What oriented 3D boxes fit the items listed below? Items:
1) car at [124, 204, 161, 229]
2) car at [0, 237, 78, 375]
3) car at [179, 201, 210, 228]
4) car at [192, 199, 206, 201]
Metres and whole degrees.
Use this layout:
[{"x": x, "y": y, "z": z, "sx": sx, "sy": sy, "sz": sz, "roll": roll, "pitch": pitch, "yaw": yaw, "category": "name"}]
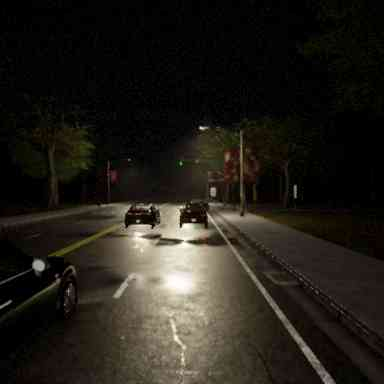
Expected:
[{"x": -3.149, "y": 1.508, "z": 21.840, "sx": 2.128, "sy": 1.511, "sz": 4.902, "roll": 0, "pitch": 0, "yaw": 0, "category": "car"}, {"x": -3.146, "y": 1.356, "z": 4.358, "sx": 2.097, "sy": 1.767, "sz": 4.553, "roll": 0, "pitch": 0, "yaw": -1, "category": "car"}, {"x": 0.101, "y": 1.543, "z": 22.483, "sx": 1.812, "sy": 1.442, "sz": 4.674, "roll": 0, "pitch": 0, "yaw": 0, "category": "car"}, {"x": 0.795, "y": 1.528, "z": 36.634, "sx": 2.128, "sy": 1.511, "sz": 4.902, "roll": 0, "pitch": 0, "yaw": 11, "category": "car"}]
